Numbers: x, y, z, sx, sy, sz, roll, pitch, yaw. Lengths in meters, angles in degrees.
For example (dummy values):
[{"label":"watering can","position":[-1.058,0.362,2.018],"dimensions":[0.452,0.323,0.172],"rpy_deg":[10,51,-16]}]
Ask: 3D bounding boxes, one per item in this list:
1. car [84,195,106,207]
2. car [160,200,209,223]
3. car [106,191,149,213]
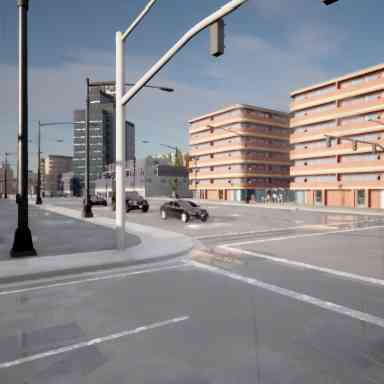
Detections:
[{"label":"car","position":[-12.096,1.104,41.662],"dimensions":[1.994,1.385,4.181],"rpy_deg":[0,1,-34]},{"label":"car","position":[-0.655,1.373,24.866],"dimensions":[1.837,1.490,4.892],"rpy_deg":[0,1,-34]},{"label":"car","position":[-6.276,0.941,33.118],"dimensions":[2.150,2.045,5.566],"rpy_deg":[0,1,-33]}]
